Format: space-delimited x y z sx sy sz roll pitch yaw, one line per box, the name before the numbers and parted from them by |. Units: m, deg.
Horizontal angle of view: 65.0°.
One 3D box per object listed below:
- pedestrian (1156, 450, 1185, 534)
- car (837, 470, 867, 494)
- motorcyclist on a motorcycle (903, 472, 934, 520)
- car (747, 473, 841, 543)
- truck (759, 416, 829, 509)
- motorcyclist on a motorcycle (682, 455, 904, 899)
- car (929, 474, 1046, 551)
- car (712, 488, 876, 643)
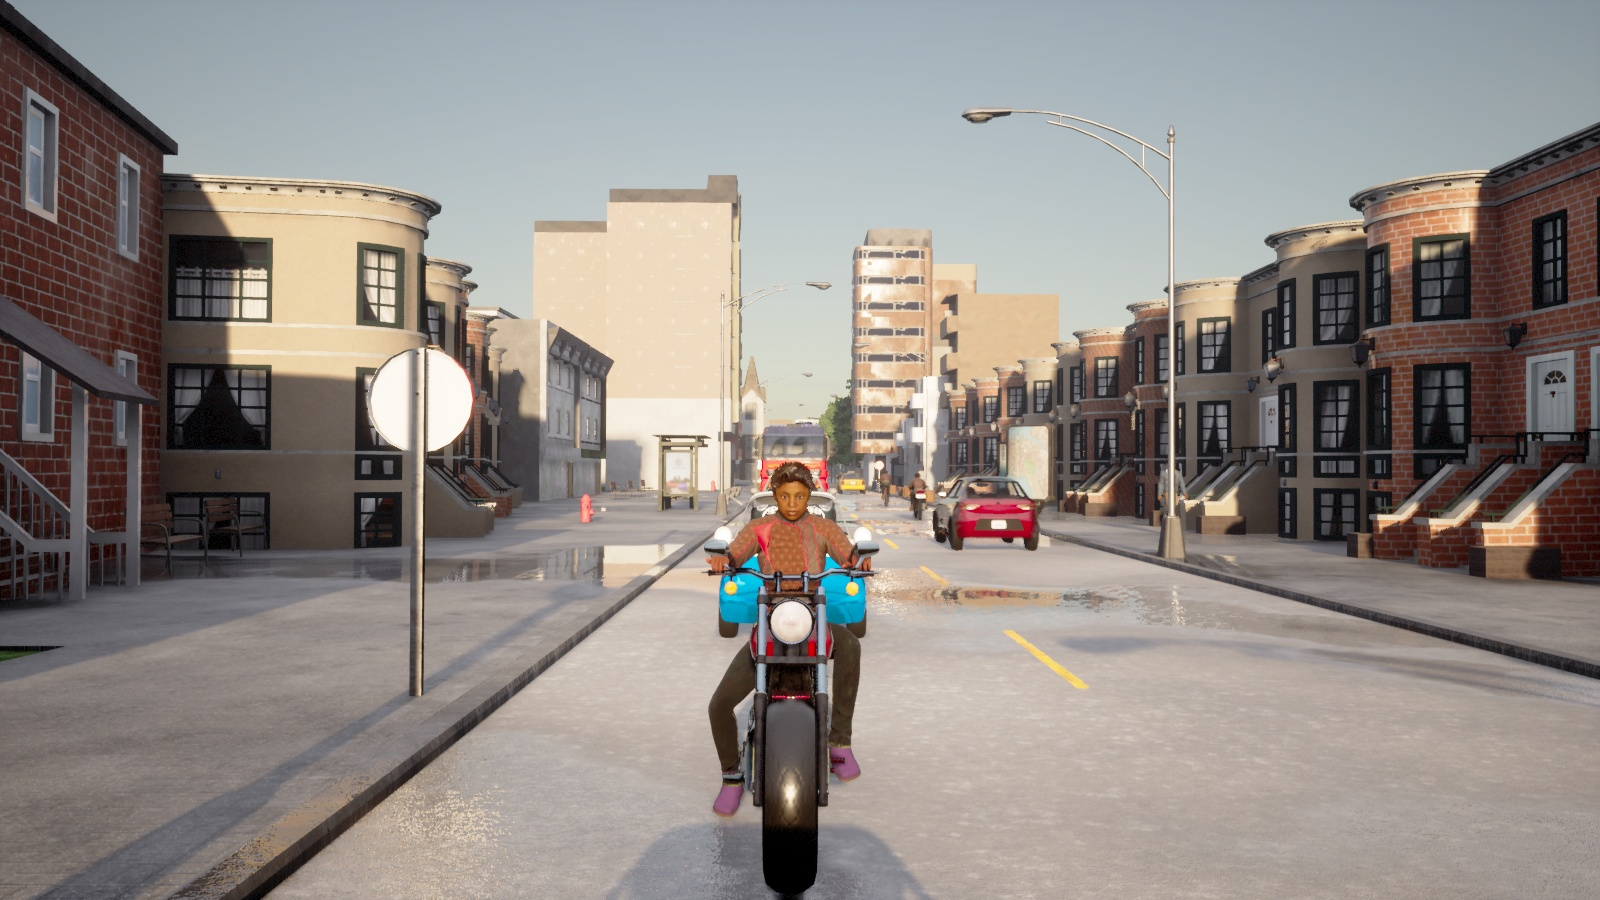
pedestrian | 8.744 0.986 29.626 0.423 1.949 0.788 0 -1 -1
car | 3.573 2.195 86.896 1.801 1.575 5.366 0 -1 0
motorcyclist on a motorcycle | 3.811 1.461 40.548 0.797 1.523 2.044 0 -1 0
car | -0.135 1.258 28.495 1.970 1.475 3.806 0 -1 0
truck | -0.265 0.592 56.181 2.891 3.827 8.468 0 -1 0
motorcyclist on a motorcycle | -0.031 0.858 5.541 0.766 1.649 2.350 0 -1 0
car | 3.874 1.258 26.553 1.816 1.474 4.193 0 -1 0
car | -0.062 1.078 12.451 1.481 1.376 2.207 0 -1 0
